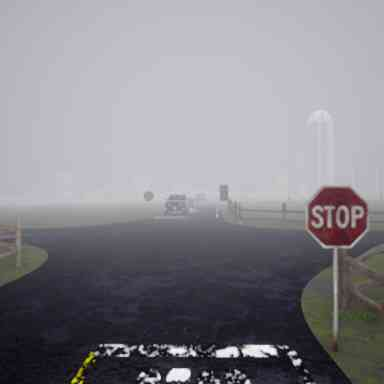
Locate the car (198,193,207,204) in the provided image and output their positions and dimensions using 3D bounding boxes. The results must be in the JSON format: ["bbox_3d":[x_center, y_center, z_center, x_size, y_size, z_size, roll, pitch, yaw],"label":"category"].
[{"bbox_3d":[1.842,1.256,67.328,2.150,2.045,5.566,0,0,8],"label":"car"}]

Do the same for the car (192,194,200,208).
[{"bbox_3d":[-0.440,1.520,48.180,2.128,1.511,4.902,0,0,6],"label":"car"}]

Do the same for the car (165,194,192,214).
[{"bbox_3d":[-1.516,1.248,35.579,2.150,2.045,5.566,0,0,4],"label":"car"}]
